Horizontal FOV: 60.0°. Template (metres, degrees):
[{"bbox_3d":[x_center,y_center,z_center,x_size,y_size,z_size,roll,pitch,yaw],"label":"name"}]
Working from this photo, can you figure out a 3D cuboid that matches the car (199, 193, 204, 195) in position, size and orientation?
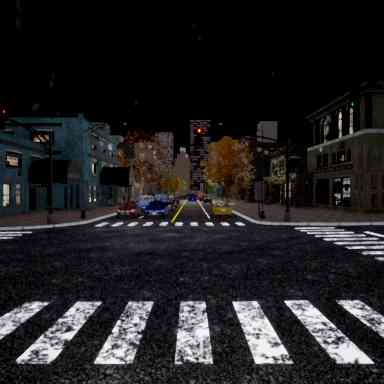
[{"bbox_3d":[2.677,1.550,74.777,1.947,1.339,4.313,-1,0,0],"label":"car"}]

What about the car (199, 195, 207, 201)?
[{"bbox_3d":[2.677,1.528,80.323,1.887,1.381,4.507,-1,0,0],"label":"car"}]

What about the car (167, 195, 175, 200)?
[{"bbox_3d":[-5.706,1.562,91.414,1.802,1.307,4.206,0,0,0],"label":"car"}]

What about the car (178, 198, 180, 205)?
[{"bbox_3d":[-3.099,1.555,47.983,1.994,1.385,4.181,0,0,0],"label":"car"}]

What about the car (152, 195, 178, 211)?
[{"bbox_3d":[-3.104,1.484,38.859,2.128,1.511,4.902,0,0,0],"label":"car"}]

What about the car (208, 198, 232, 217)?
[{"bbox_3d":[2.683,1.520,30.577,1.752,1.417,4.829,-1,0,0],"label":"car"}]

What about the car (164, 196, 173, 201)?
[{"bbox_3d":[-5.704,1.549,80.322,1.947,1.339,4.313,0,0,0],"label":"car"}]

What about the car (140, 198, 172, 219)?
[{"bbox_3d":[-3.121,1.520,29.660,1.812,1.442,4.674,0,0,0],"label":"car"}]

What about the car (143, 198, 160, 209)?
[{"bbox_3d":[-5.699,1.536,47.045,1.887,1.381,4.507,0,0,0],"label":"car"}]

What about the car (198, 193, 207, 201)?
[{"bbox_3d":[2.673,1.296,85.870,2.192,1.841,5.009,-1,0,0],"label":"car"}]

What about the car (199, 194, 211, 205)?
[{"bbox_3d":[2.680,1.539,58.138,2.008,1.369,4.403,-1,0,0],"label":"car"}]

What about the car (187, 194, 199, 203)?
[{"bbox_3d":[0.057,1.463,70.837,1.882,1.535,5.008,0,0,0],"label":"car"}]

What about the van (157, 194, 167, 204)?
[{"bbox_3d":[-5.703,1.328,63.683,1.690,1.788,3.998,0,0,0],"label":"van"}]

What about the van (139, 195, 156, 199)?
[{"bbox_3d":[-5.700,1.333,41.497,1.690,1.788,3.998,0,0,0],"label":"van"}]

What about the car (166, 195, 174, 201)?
[{"bbox_3d":[-5.705,1.526,85.868,1.887,1.381,4.507,0,0,0],"label":"car"}]

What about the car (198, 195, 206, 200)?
[{"bbox_3d":[2.675,1.524,91.416,1.887,1.381,4.507,-1,0,0],"label":"car"}]

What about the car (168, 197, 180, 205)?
[{"bbox_3d":[-3.071,1.589,58.094,1.895,1.301,4.718,0,0,0],"label":"car"}]

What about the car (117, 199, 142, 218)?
[{"bbox_3d":[-5.696,1.576,30.405,1.802,1.307,4.206,0,0,0],"label":"car"}]
